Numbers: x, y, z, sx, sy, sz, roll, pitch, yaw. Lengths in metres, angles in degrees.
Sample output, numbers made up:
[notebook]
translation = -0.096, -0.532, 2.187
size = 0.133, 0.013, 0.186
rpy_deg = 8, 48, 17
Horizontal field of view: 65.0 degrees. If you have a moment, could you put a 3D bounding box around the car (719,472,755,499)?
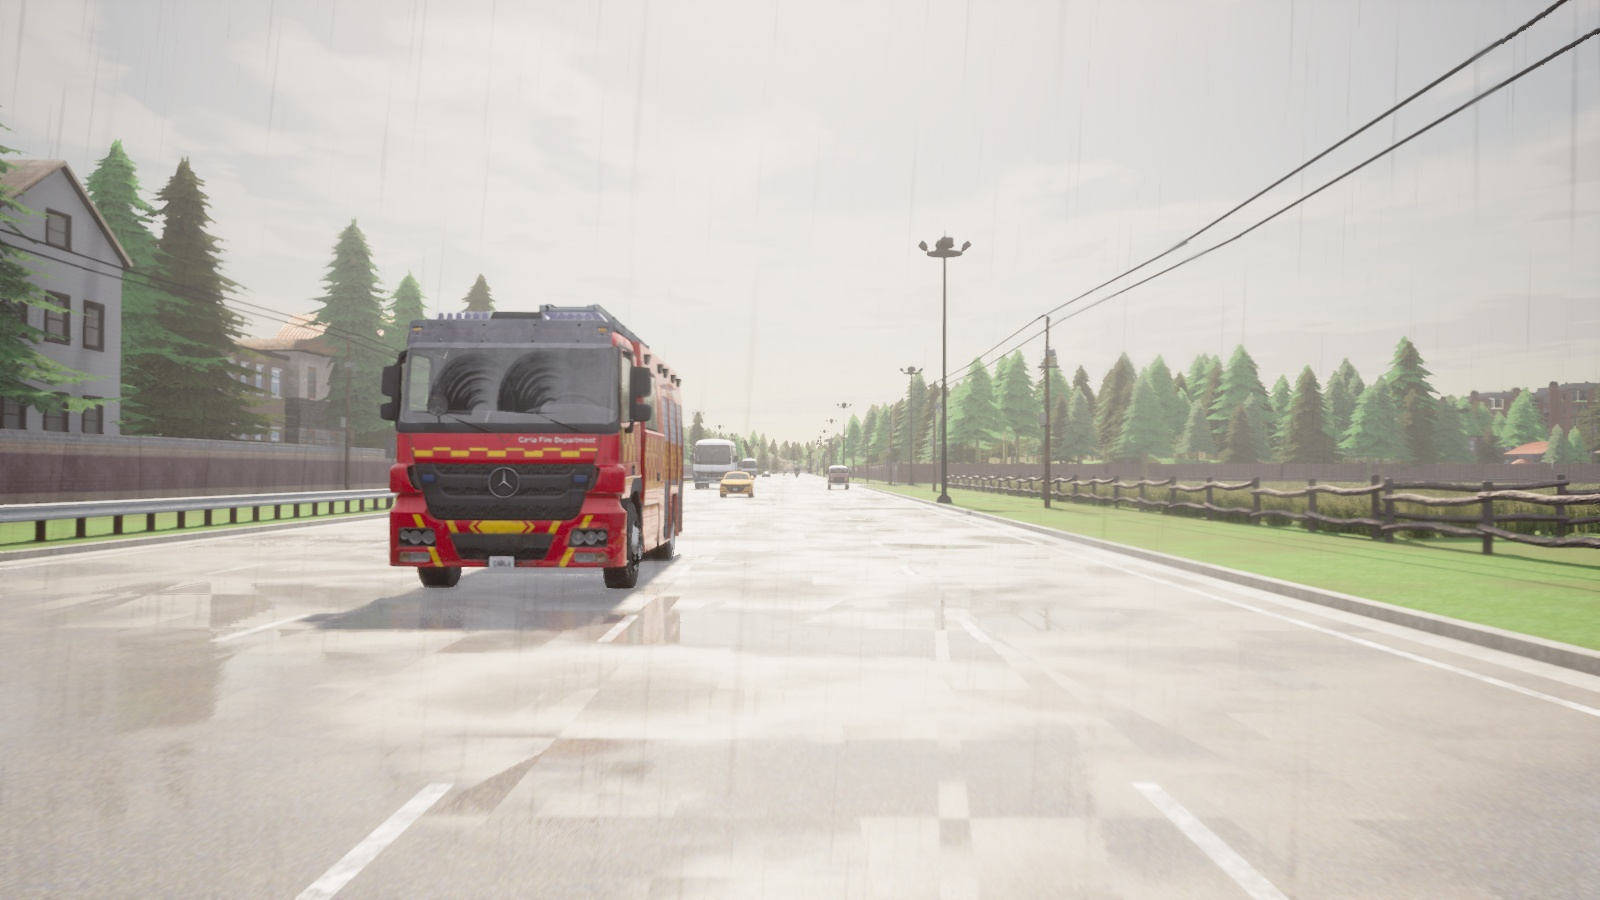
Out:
[car]
translation = -3.678, 2.048, 74.144
size = 1.882, 1.535, 5.008
rpy_deg = 0, -1, 0

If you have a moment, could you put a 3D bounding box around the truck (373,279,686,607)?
[truck]
translation = -3.551, -0.019, 18.926
size = 2.891, 3.827, 8.468
rpy_deg = 0, -1, 0
